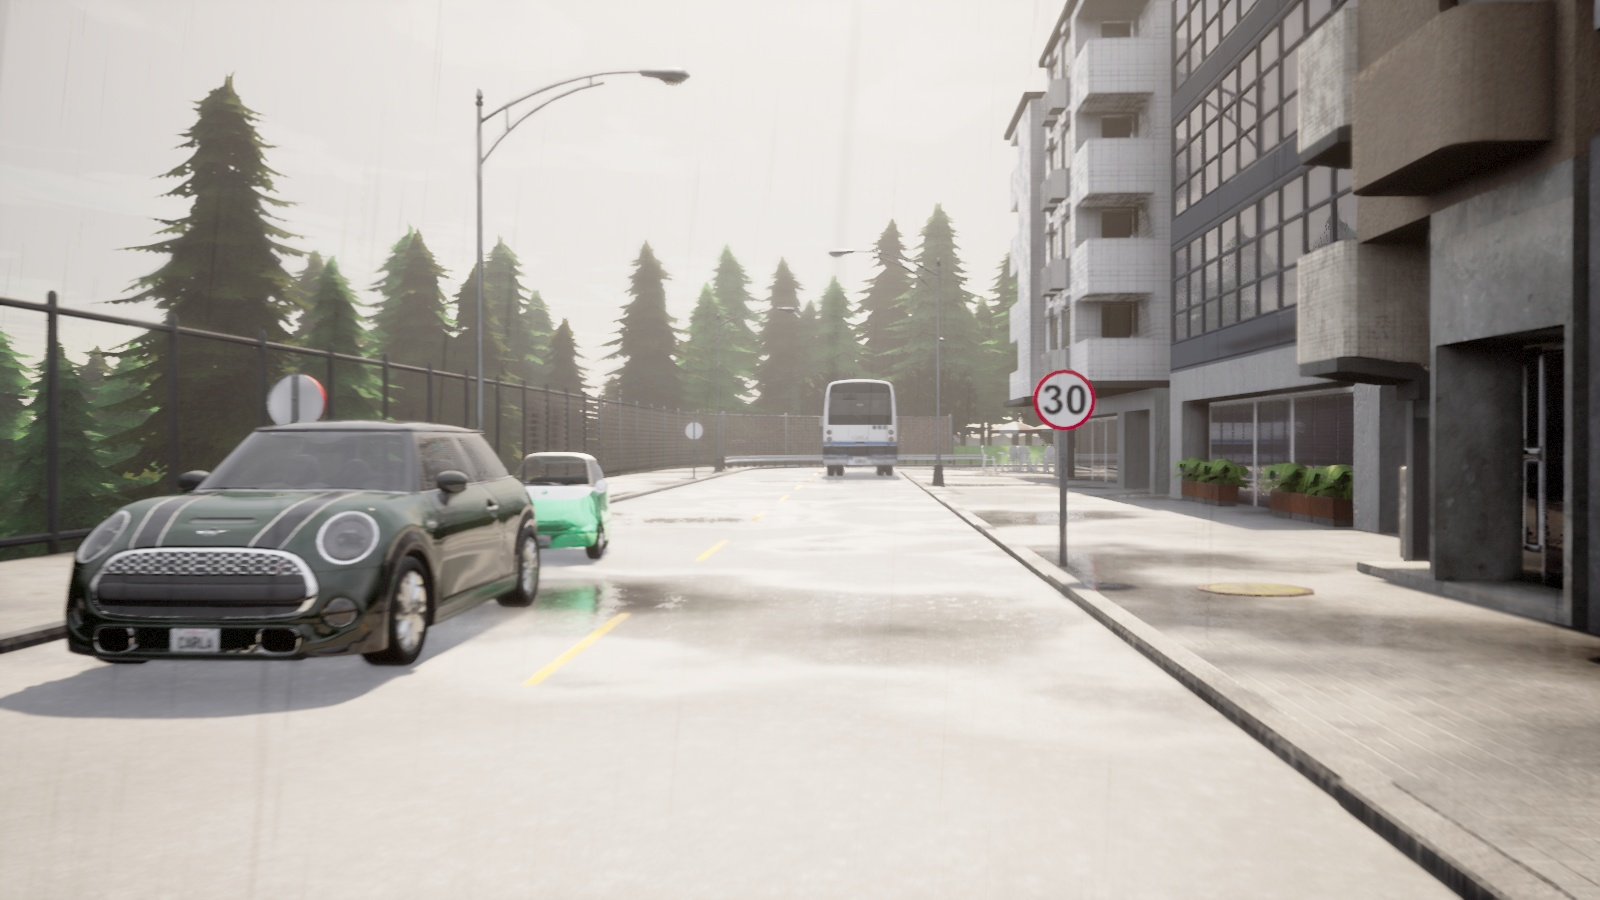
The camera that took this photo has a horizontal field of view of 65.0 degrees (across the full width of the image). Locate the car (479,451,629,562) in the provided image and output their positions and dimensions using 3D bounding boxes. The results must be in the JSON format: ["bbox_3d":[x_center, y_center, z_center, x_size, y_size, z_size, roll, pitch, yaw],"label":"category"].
[{"bbox_3d":[-3.223,0.702,16.773,1.481,1.376,2.207,0,0,3],"label":"car"}]

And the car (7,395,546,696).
[{"bbox_3d":[-3.556,0.546,9.687,2.097,1.767,4.553,0,0,3],"label":"car"}]

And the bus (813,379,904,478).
[{"bbox_3d":[2.796,-0.963,59.666,3.944,4.253,10.273,0,0,3],"label":"bus"}]
